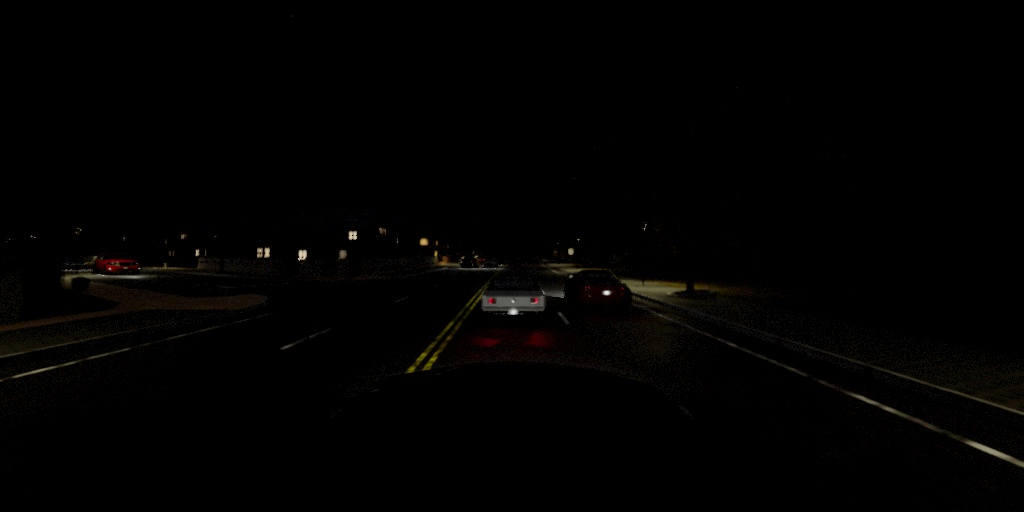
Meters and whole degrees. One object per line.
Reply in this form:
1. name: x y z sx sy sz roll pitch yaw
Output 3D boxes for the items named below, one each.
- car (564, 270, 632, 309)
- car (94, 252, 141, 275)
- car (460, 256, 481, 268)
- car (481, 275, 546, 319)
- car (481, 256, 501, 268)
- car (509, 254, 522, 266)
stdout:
1. car: 3.318 1.248 14.529 1.994 1.385 4.181 0 0 0
2. car: -36.463 0.670 33.077 5.566 2.045 2.150 0 -1 31
3. car: -6.299 0.826 52.694 2.097 1.767 4.553 0 0 2
4. car: 0.056 1.296 12.442 1.895 1.301 4.718 0 0 0
5. car: -3.055 0.998 52.541 1.812 1.442 4.674 0 0 2
6. car: 0.626 0.625 63.771 2.150 2.045 5.566 0 1 3
